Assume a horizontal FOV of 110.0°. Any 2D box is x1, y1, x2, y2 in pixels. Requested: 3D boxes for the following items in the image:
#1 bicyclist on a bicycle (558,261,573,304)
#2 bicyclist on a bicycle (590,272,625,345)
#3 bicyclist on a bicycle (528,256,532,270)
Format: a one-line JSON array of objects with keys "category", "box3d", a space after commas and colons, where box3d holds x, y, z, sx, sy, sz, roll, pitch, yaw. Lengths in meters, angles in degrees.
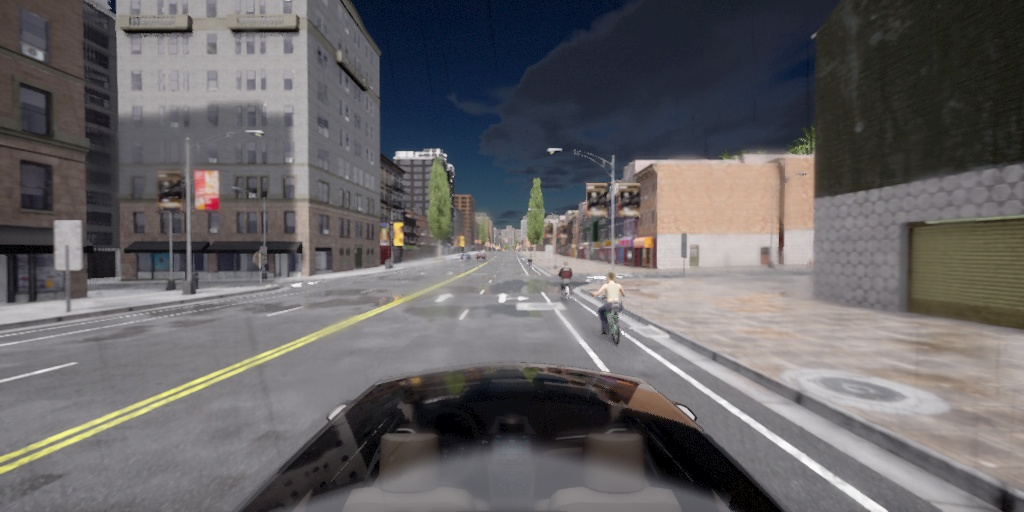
[{"category": "bicyclist on a bicycle", "box3d": [2.246, 1.103, 15.181, 0.659, 1.776, 1.843, 0, 0, 0]}, {"category": "bicyclist on a bicycle", "box3d": [2.320, 1.180, 8.509, 0.866, 1.612, 1.509, 0, 0, 0]}, {"category": "bicyclist on a bicycle", "box3d": [2.240, 0.914, 44.496, 0.659, 1.776, 1.843, 0, 1, 0]}]
